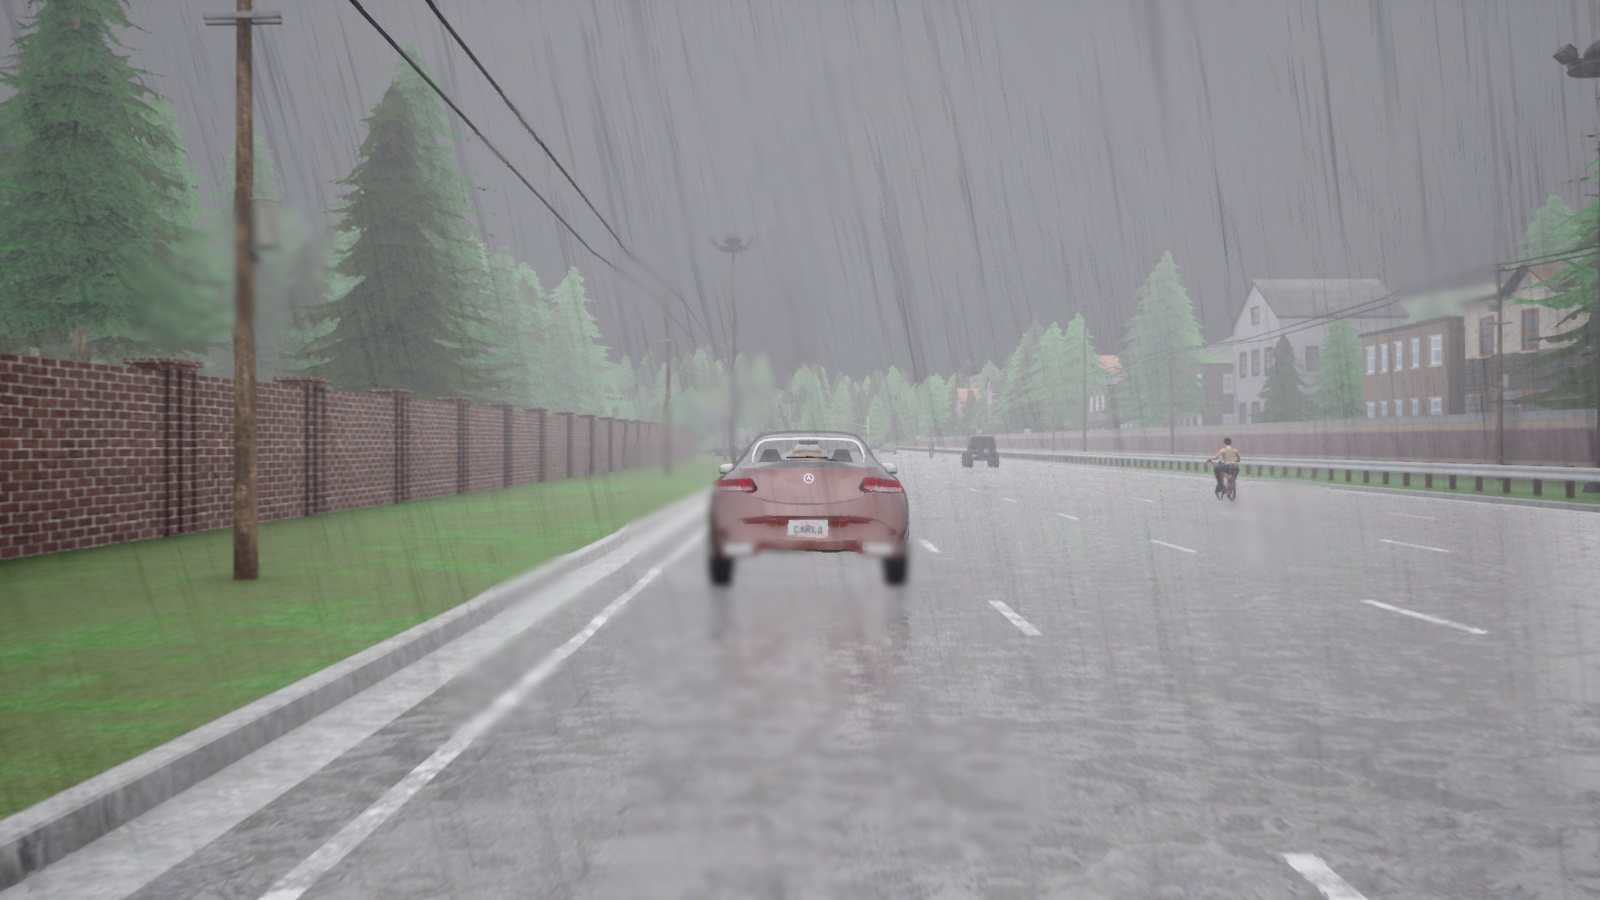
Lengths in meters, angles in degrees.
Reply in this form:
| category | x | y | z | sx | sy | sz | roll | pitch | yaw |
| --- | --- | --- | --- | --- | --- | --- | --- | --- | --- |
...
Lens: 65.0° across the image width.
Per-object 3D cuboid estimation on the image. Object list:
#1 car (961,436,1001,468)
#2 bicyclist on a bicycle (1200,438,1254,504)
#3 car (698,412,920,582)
| category | x | y | z | sx | sy | sz | roll | pitch | yaw |
| --- | --- | --- | --- | --- | --- | --- | --- | --- | --- |
| car | 10.951 | 0.122 | 76.191 | 1.905 | 1.878 | 3.866 | 0 | 0 | 0 |
| bicyclist on a bicycle | 10.690 | 0.514 | 31.492 | 0.866 | 1.612 | 1.509 | 0 | 0 | 1 |
| car | 0.100 | 0.442 | 14.730 | 2.152 | 1.651 | 5.027 | 0 | 0 | 0 |
